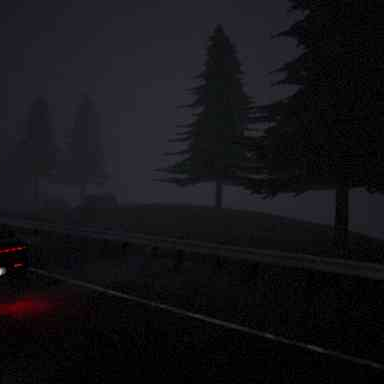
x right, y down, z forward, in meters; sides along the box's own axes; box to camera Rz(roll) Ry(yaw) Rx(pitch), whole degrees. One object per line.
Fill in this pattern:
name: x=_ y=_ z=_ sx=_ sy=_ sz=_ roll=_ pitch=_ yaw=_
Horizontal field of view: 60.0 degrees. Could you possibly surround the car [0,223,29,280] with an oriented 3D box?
car: x=-6.056 y=1.442 z=8.573 sx=4.892 sy=1.490 sz=1.837 roll=0 pitch=0 yaw=37
